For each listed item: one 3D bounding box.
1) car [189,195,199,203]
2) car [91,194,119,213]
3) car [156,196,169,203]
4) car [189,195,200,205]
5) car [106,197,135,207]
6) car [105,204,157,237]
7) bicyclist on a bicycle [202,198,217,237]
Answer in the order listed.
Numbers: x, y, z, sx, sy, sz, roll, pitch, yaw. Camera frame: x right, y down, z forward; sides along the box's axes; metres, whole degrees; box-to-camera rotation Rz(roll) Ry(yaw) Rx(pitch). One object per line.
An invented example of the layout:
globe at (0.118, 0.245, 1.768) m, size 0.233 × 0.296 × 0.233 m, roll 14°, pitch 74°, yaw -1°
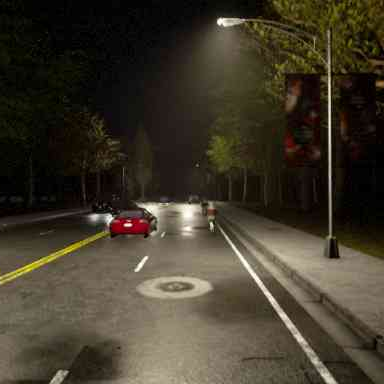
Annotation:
car at (0.398, 1.467, 74.040) m, size 2.097 × 1.767 × 4.553 m, roll 0°, pitch 0°, yaw 0°
car at (-9.647, 1.238, 37.798) m, size 2.150 × 2.045 × 5.566 m, roll 0°, pitch 0°, yaw 0°
car at (-6.106, 1.577, 73.176) m, size 1.882 × 1.535 × 5.008 m, roll 0°, pitch 0°, yaw 0°
car at (0.427, 1.589, 60.467) m, size 1.812 × 1.442 × 4.674 m, roll 0°, pitch 0°, yaw 0°
car at (-6.428, 1.515, 31.828) m, size 1.837 × 1.490 × 4.892 m, roll 0°, pitch 0°, yaw 0°
car at (-3.057, 1.563, 17.955) m, size 1.994 × 1.385 × 4.181 m, roll 0°, pitch 0°, yaw 0°
bicyclist on a bicycle at (0.982, 1.369, 17.158) m, size 0.659 × 1.776 × 1.843 m, roll 0°, pitch 0°, yaw 0°
